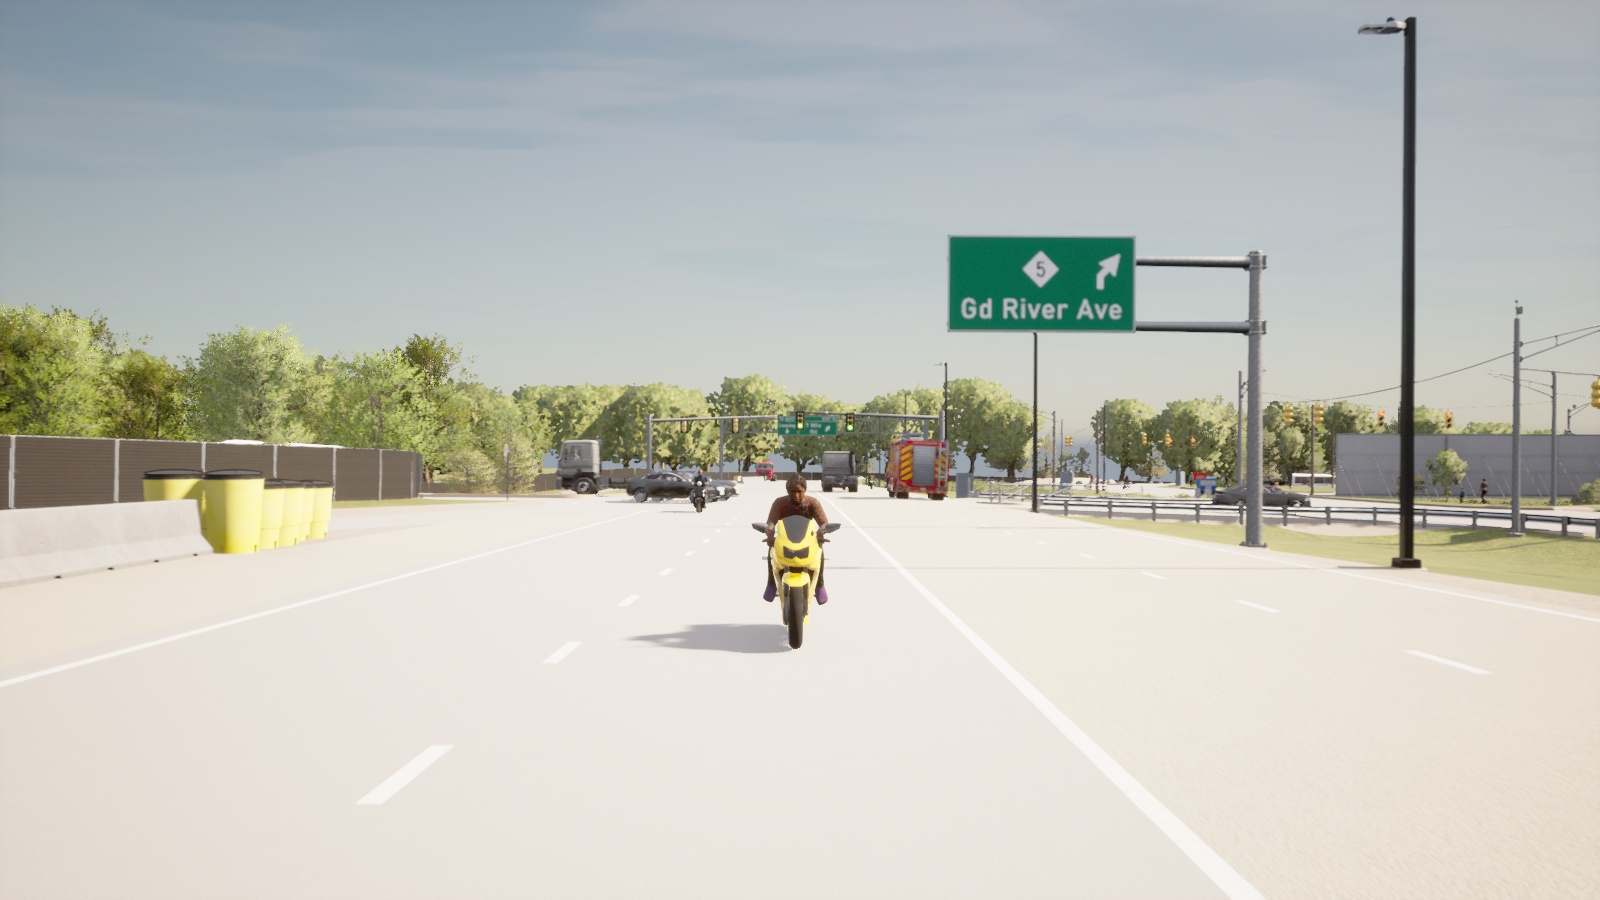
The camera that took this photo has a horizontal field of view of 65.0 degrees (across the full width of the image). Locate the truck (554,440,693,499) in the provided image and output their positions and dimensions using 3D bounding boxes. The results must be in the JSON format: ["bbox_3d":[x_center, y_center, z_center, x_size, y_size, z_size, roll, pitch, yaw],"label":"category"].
[{"bbox_3d":[-10.498,1.160,75.270,7.936,3.462,2.891,0,-1,-1],"label":"truck"}]

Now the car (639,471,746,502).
[{"bbox_3d":[-5.365,1.807,62.924,4.902,1.511,2.128,0,-1,16],"label":"car"}]

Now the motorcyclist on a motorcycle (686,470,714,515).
[{"bbox_3d":[-3.612,1.519,45.634,0.866,1.590,1.817,0,-1,0],"label":"motorcyclist on a motorcycle"}]

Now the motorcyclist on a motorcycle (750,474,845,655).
[{"bbox_3d":[-0.027,0.987,11.632,0.797,1.523,2.044,0,-1,0],"label":"motorcyclist on a motorcycle"}]

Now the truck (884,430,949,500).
[{"bbox_3d":[6.841,0.944,74.916,2.891,3.827,8.468,2,-1,0],"label":"truck"}]

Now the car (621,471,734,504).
[{"bbox_3d":[-5.764,1.754,59.056,4.902,1.511,2.128,-1,-1,25],"label":"car"}]

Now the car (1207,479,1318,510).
[{"bbox_3d":[23.640,2.264,64.343,4.902,1.511,2.128,0,-1,-2],"label":"car"}]
